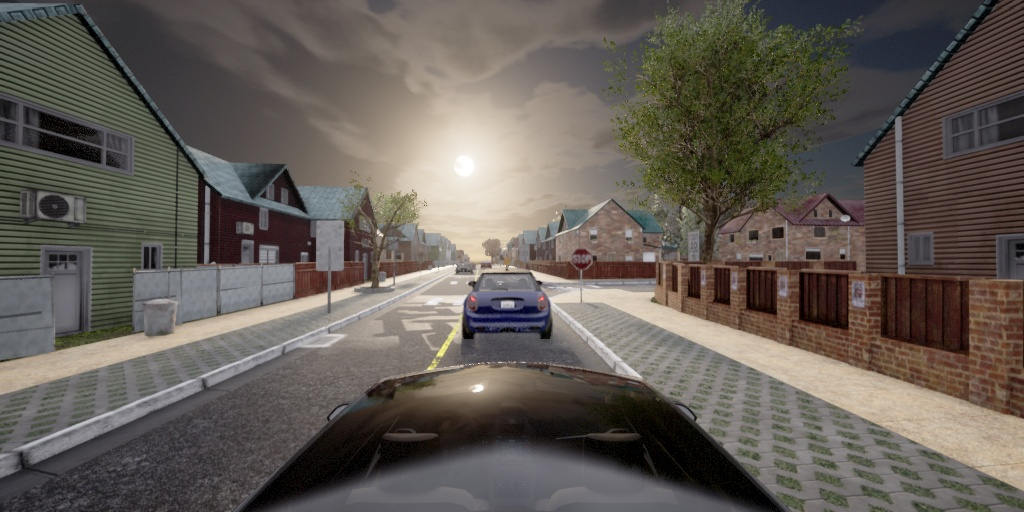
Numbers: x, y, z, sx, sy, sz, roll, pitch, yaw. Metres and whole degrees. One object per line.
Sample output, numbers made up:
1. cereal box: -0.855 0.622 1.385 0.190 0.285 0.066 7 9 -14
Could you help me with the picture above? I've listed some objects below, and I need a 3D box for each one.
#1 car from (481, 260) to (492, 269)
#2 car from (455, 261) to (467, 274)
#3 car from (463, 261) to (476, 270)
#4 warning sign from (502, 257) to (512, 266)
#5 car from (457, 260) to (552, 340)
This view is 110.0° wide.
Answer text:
1. car: -4.570 1.507 63.654 1.882 1.535 5.008 0 0 -4
2. car: -5.630 1.430 42.530 1.994 1.385 4.181 0 0 -5
3. car: -7.237 1.570 61.251 1.994 1.385 4.181 0 0 -5
4. warning sign: -0.649 1.016 47.148 1.300 1.860 1.060 0 0 -5
5. car: -0.178 1.110 10.130 2.097 1.767 4.553 0 0 -2
